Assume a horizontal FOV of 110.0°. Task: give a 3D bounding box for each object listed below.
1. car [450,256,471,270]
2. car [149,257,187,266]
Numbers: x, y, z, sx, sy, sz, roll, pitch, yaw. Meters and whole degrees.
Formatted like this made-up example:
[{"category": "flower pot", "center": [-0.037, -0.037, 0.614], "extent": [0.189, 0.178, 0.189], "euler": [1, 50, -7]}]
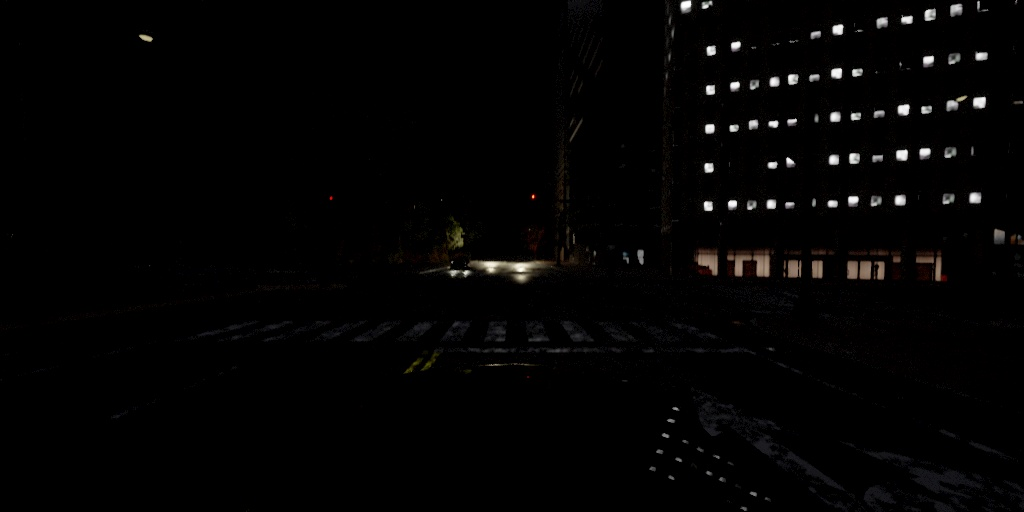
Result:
[{"category": "car", "center": [-6.529, 0.813, 45.843], "extent": [2.097, 1.767, 4.553], "euler": [0, 0, 0]}, {"category": "car", "center": [-29.891, 0.874, 31.723], "extent": [4.892, 1.490, 1.837], "euler": [1, 2, 21]}]
